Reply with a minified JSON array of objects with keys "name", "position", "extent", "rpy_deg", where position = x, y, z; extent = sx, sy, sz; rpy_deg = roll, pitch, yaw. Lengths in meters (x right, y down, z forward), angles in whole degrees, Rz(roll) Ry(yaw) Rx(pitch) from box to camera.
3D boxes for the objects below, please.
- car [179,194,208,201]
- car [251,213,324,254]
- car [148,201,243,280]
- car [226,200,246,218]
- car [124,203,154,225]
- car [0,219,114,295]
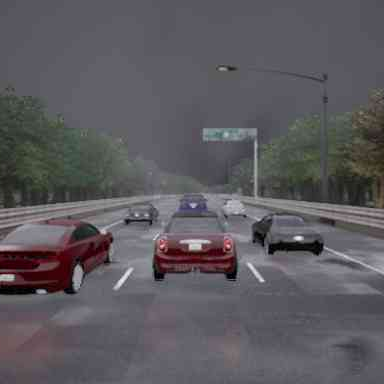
[{"name":"car","position":[0.095,1.143,27.290],"extent":[2.150,2.045,5.566],"rpy_deg":[0,0,0]},{"name":"car","position":[3.593,1.522,13.212],"extent":[1.994,1.385,4.181],"rpy_deg":[0,0,0]},{"name":"car","position":[0.086,1.319,10.036],"extent":[2.097,1.767,4.553],"rpy_deg":[0,0,0]},{"name":"car","position":[3.595,1.443,29.128],"extent":[1.812,1.442,4.674],"rpy_deg":[0,0,0]},{"name":"car","position":[-3.416,1.479,23.166],"extent":[2.033,1.411,5.357],"rpy_deg":[0,0,0]},{"name":"car","position":[-3.419,1.449,8.672],"extent":[1.882,1.535,5.008],"rpy_deg":[0,0,0]}]
